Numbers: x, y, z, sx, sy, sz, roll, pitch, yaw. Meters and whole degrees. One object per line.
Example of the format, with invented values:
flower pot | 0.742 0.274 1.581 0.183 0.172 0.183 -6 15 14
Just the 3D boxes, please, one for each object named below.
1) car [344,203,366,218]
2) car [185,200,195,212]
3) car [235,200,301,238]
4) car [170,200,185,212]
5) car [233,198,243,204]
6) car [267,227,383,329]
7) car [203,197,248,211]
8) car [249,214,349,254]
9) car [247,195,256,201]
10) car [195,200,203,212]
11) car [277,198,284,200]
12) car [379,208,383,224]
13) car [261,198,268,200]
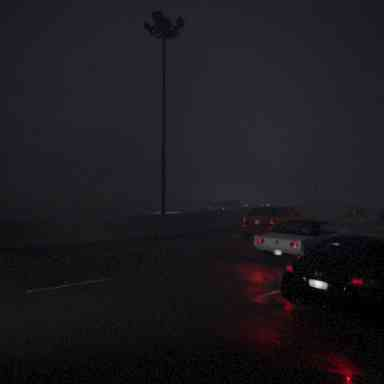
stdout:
car | 16.992 1.856 34.574 1.812 1.442 4.674 0 0 29
car | 1.525 1.826 43.033 2.128 1.511 4.902 0 0 28
car | 4.628 1.505 17.671 2.097 1.767 4.553 0 -1 44
car | -1.184 1.848 45.355 1.837 1.490 4.892 0 -1 27
car | 11.717 2.173 83.813 1.812 1.442 4.674 0 0 17
car | 3.792 1.634 7.225 4.181 1.385 1.994 1 -1 -40
car | 3.402 1.617 32.889 2.097 1.767 4.553 0 -1 34
car | 4.435 1.714 12.447 4.718 1.301 1.895 1 -1 -44
car | 14.088 1.856 79.529 2.150 2.045 5.566 0 0 17
car | 2.676 1.779 38.077 1.882 1.535 5.008 0 0 31
car | 18.969 2.095 71.434 1.882 1.535 5.008 0 0 17
car | 16.292 1.745 26.660 1.882 1.535 5.008 0 0 35
car | 16.830 2.180 76.490 1.994 1.385 4.181 0 0 17
